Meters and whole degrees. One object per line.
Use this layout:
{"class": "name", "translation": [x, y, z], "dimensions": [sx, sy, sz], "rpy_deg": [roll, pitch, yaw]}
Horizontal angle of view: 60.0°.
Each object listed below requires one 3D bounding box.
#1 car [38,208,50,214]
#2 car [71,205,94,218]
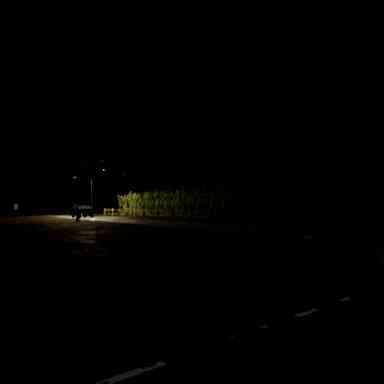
{"class": "car", "translation": [-37.888, 4.787, 85.182], "dimensions": [2.097, 1.767, 4.553], "rpy_deg": [1, -3, -36]}
{"class": "car", "translation": [-16.940, 2.977, 51.311], "dimensions": [2.150, 2.045, 5.566], "rpy_deg": [1, -3, -36]}
